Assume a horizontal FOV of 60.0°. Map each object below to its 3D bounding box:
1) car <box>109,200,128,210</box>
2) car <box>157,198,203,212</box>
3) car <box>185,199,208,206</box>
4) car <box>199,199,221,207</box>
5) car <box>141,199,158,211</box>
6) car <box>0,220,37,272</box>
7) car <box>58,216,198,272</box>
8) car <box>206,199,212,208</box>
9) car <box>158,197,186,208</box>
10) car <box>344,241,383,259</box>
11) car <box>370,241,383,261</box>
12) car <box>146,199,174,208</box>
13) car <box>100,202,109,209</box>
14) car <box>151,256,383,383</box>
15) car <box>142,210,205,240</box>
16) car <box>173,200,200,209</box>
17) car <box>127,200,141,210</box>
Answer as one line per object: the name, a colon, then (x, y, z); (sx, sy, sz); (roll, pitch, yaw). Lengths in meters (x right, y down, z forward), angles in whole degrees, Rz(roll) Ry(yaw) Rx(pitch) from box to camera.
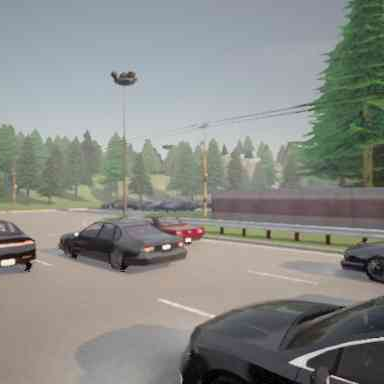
car: (-9.459, 1.923, 50.128); (2.128, 1.511, 4.902); (-1, -1, 43)
car: (-1.494, 1.886, 43.271); (2.033, 1.411, 5.357); (-1, -1, 43)
car: (0.984, 2.102, 66.226); (1.895, 1.301, 4.718); (-1, -1, 44)
car: (3.534, 2.034, 63.855); (1.994, 1.385, 4.181); (-1, -1, 44)
car: (-4.215, 1.895, 45.467); (1.812, 1.442, 4.674); (-1, -1, 44)
car: (-6.451, 1.602, 10.150); (4.902, 1.511, 2.128); (-1, -1, 43)
car: (-2.550, 1.647, 11.274); (5.357, 1.411, 2.033); (-1, -1, 44)
car: (2.348, 1.936, 52.451); (2.033, 1.411, 5.357); (-1, -1, 43)
car: (-3.369, 1.802, 56.583); (2.097, 1.767, 4.553); (-1, -1, 43)
car: (6.474, 1.574, 7.761); (5.357, 1.411, 2.033); (-1, -1, 43)
car: (5.406, 1.550, 3.974); (5.357, 1.411, 2.033); (-1, -1, 43)
car: (-5.658, 1.987, 59.248); (1.837, 1.490, 4.892); (-1, -1, 43)
car: (-12.096, 1.968, 52.431); (1.837, 1.490, 4.892); (-1, -1, 43)
car: (2.015, 1.515, 2.347); (4.892, 1.490, 1.837); (0, 0, 43)
car: (-1.760, 1.727, 15.346); (4.718, 1.301, 1.895); (-1, -1, 43)
car: (-0.873, 1.982, 54.129); (1.994, 1.385, 4.181); (-1, -1, 43)
car: (-6.641, 1.965, 48.015); (1.994, 1.385, 4.181); (-1, -1, 43)
